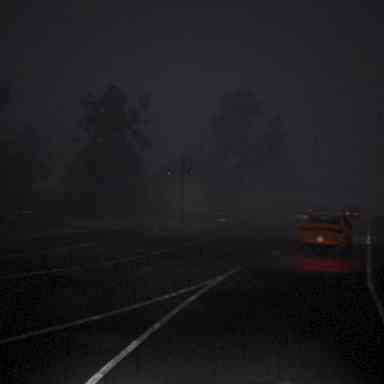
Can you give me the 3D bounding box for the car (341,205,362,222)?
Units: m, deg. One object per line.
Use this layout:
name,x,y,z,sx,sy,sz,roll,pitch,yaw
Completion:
car,14.569,1.932,30.842,2.033,1.411,5.357,1,0,28

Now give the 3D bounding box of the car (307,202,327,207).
car,14.632,1.976,38.616,1.837,1.490,4.892,1,0,28

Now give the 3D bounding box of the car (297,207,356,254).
car,5.955,1.644,14.642,1.882,1.535,5.008,1,0,28
